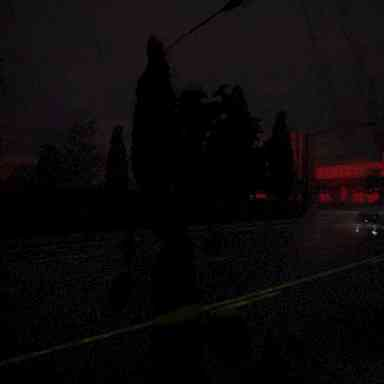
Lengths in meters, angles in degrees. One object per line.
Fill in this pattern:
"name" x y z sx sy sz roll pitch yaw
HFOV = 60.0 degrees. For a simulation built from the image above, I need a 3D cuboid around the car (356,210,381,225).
"car" 17.377 2.444 32.687 1.895 1.301 4.718 0 -2 34
